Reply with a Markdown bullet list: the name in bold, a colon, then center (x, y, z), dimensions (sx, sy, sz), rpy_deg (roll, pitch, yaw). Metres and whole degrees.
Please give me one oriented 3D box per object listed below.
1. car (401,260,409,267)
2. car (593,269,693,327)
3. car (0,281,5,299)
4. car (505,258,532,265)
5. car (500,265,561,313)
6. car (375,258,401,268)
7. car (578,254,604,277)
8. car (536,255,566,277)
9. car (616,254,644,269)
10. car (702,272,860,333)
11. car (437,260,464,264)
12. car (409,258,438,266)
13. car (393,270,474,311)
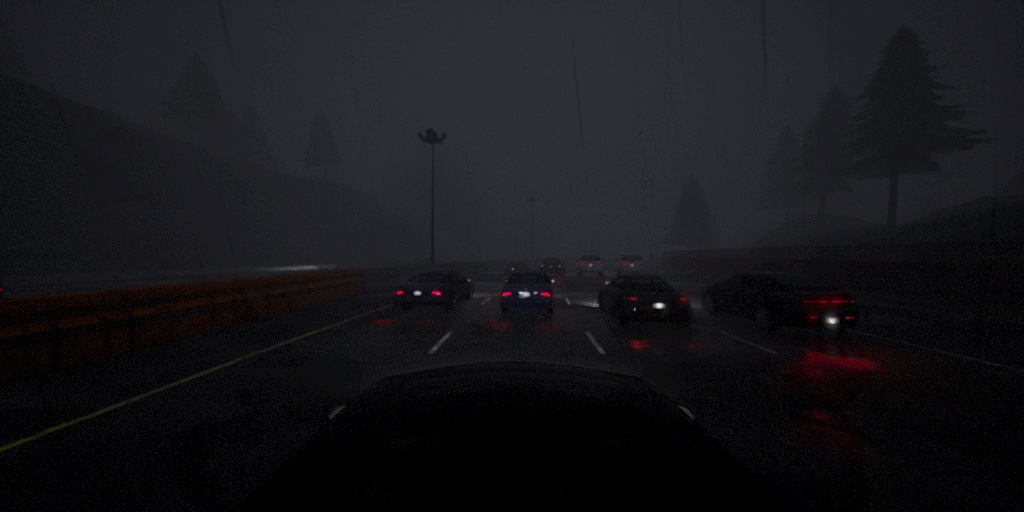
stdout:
- **car**: center (-13.232, 1.026, 51.138), dimensions (1.837, 1.490, 4.892), rpy_deg (0, 0, 18)
- **car**: center (4.018, 1.272, 11.440), dimensions (1.994, 1.385, 4.181), rpy_deg (0, 0, 4)
- **car**: center (-13.945, 0.942, 6.670), dimensions (2.150, 2.045, 5.566), rpy_deg (0, 0, 2)
- **car**: center (0.552, 1.163, 34.879), dimensions (1.994, 1.385, 4.181), rpy_deg (0, 0, 13)
- **car**: center (0.651, 1.243, 13.724), dimensions (2.033, 1.411, 5.357), rpy_deg (0, 0, 5)
- **car**: center (-17.162, 1.011, 50.356), dimensions (2.128, 1.511, 4.902), rpy_deg (0, 0, 17)
- **car**: center (7.339, 0.831, 33.361), dimensions (2.150, 2.045, 5.566), rpy_deg (0, 0, 13)
- **car**: center (3.934, 0.957, 33.953), dimensions (2.097, 1.767, 4.553), rpy_deg (0, 0, 13)
- **car**: center (10.934, 0.832, 33.341), dimensions (2.150, 2.045, 5.566), rpy_deg (0, 0, 14)
- **car**: center (7.452, 1.218, 10.595), dimensions (1.837, 1.490, 4.892), rpy_deg (0, 0, 4)
- **car**: center (-7.383, 1.143, 46.519), dimensions (1.895, 1.301, 4.718), rpy_deg (0, 0, 17)
- **car**: center (-10.911, 1.043, 46.857), dimensions (1.837, 1.490, 4.892), rpy_deg (0, 1, 17)
- **car**: center (-2.835, 1.240, 14.094), dimensions (2.033, 1.411, 5.357), rpy_deg (0, 0, 5)
